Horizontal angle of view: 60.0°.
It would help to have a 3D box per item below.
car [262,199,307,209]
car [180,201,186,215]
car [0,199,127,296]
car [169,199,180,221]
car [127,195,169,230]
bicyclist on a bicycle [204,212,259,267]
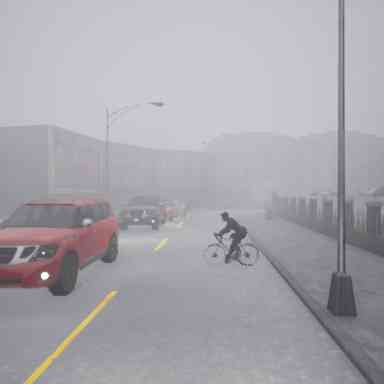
[{"bbox_3d":[10.172,1.486,36.393,4.902,1.511,2.128,0,0,0],"label":"car"},{"bbox_3d":[-1.854,1.522,31.608,1.812,1.442,4.674,0,0,15],"label":"car"},{"bbox_3d":[-3.640,1.223,9.082,2.150,2.045,5.566,0,0,3],"label":"car"},{"bbox_3d":[-2.442,1.347,27.186,2.097,1.767,4.553,0,0,3],"label":"car"},{"bbox_3d":[-2.999,1.219,21.219,2.150,2.045,5.566,0,0,2],"label":"car"},{"bbox_3d":[1.155,1.424,9.910,1.656,1.620,0.582,-1,0,3],"label":"bicyclist on a bicycle"}]
